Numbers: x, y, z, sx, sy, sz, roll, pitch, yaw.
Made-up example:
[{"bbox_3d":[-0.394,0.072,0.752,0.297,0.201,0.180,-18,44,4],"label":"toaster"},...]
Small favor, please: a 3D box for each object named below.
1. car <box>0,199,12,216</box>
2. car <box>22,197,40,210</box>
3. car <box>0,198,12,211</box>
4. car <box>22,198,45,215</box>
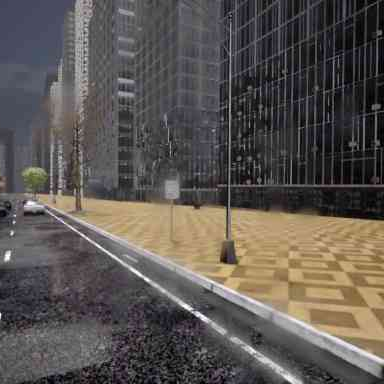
[{"bbox_3d":[-18.733,1.531,32.031,2.033,1.411,5.357,0,0,-28],"label":"car"},{"bbox_3d":[-21.280,1.470,43.867,2.128,1.511,4.902,0,0,-27],"label":"car"},{"bbox_3d":[-23.795,1.542,41.734,1.994,1.385,4.181,0,0,-27],"label":"car"},{"bbox_3d":[-16.264,1.584,34.196,1.895,1.301,4.718,0,0,-27],"label":"car"}]
